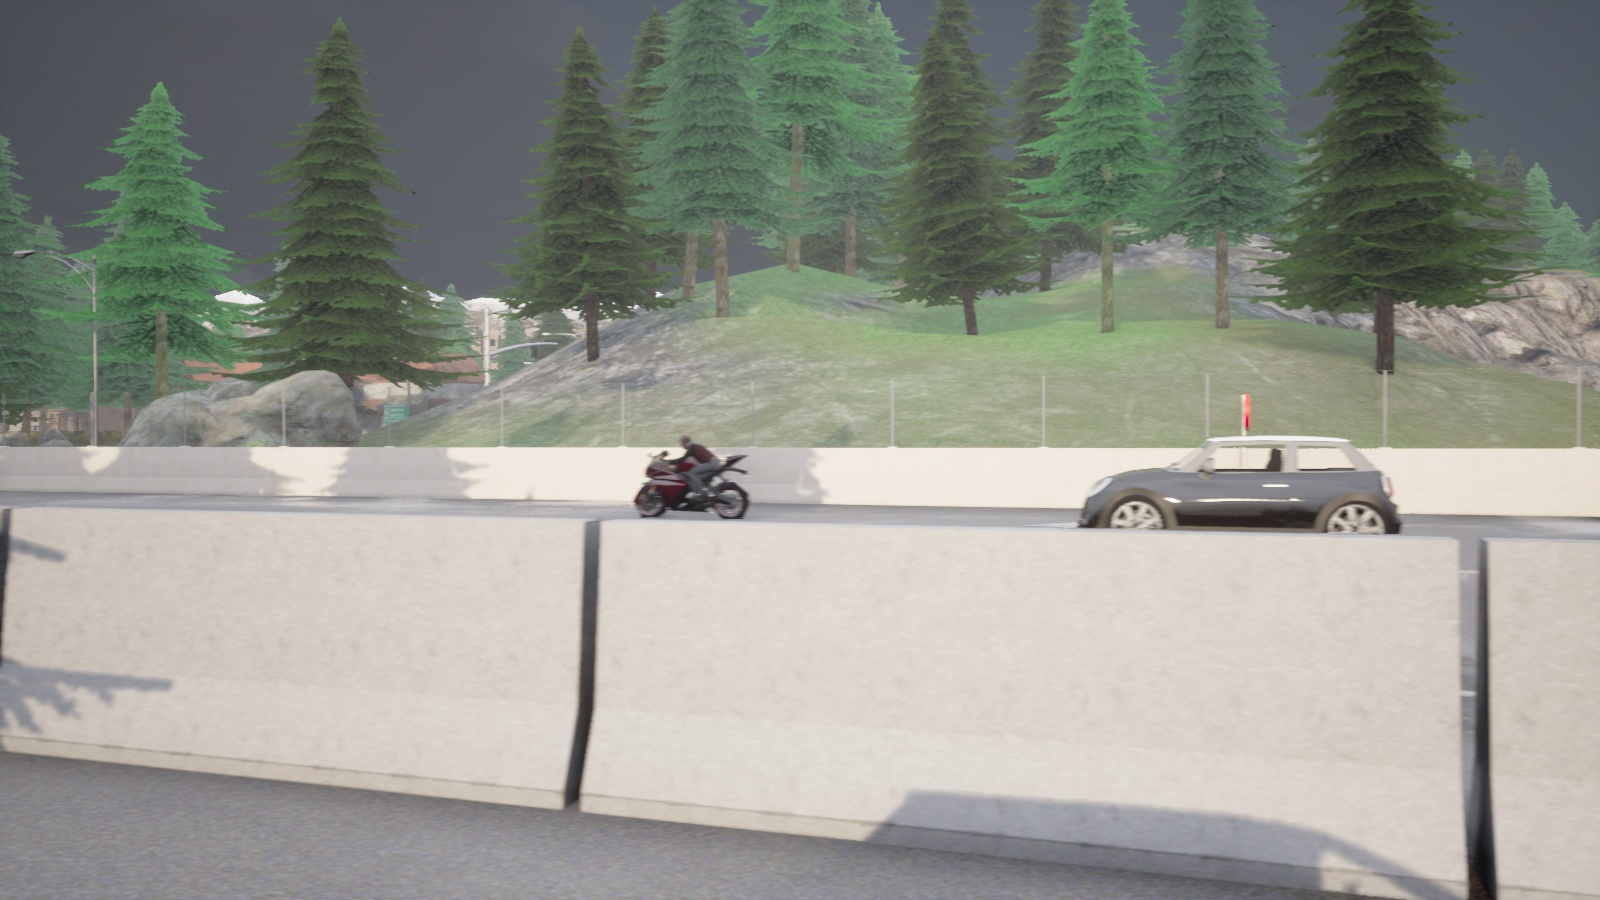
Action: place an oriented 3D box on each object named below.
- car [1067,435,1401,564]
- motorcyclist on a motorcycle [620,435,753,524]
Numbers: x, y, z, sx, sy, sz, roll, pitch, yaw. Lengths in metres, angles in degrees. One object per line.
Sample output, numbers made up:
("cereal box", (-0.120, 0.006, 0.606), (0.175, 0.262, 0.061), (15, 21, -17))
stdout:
("car", (5.478, 0.554, 16.119), (3.806, 1.475, 1.970), (1, 1, 19))
("motorcyclist on a motorcycle", (-2.021, 0.496, 22.336), (2.191, 1.530, 0.866), (1, 1, 19))
